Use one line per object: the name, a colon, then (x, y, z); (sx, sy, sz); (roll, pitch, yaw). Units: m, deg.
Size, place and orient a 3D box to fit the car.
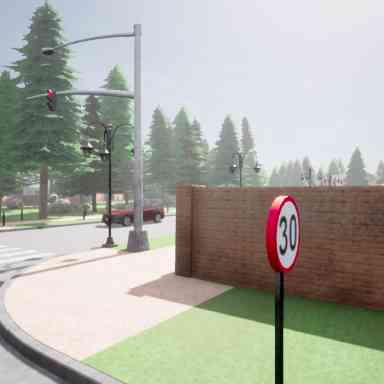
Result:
car: (-3.991, 1.464, 23.142); (1.882, 1.535, 5.008); (0, 0, 35)
